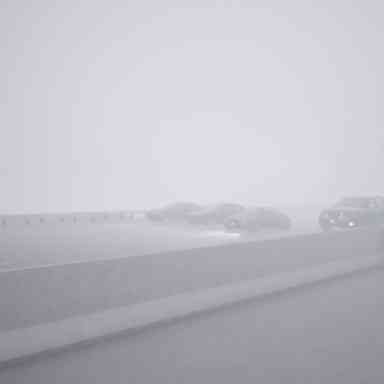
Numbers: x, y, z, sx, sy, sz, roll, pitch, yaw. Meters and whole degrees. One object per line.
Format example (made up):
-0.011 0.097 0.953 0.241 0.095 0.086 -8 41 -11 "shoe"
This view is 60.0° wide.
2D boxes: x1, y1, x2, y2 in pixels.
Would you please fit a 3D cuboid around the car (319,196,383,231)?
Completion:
9.795 1.239 19.471 5.566 2.045 2.150 0 0 -35 "car"

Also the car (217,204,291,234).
3.897 1.580 19.615 4.181 1.385 1.994 0 0 -35 "car"

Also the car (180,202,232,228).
1.976 1.492 22.540 5.008 1.535 1.882 0 0 -35 "car"

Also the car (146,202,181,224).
-0.995 1.491 24.733 5.008 1.535 1.882 1 0 -35 "car"
